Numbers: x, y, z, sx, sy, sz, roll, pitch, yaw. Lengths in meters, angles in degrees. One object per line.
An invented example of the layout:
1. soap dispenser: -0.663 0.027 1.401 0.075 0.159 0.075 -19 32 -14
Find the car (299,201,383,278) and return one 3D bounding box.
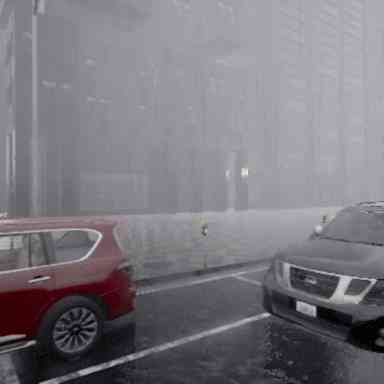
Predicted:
1. car: 6.003 1.296 10.942 5.009 1.841 2.192 0 0 -36

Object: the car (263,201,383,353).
1. car: 3.781 1.211 6.079 5.566 2.045 2.150 0 0 -36

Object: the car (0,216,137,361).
1. car: -3.179 1.315 4.386 5.009 1.841 2.192 0 0 -36
